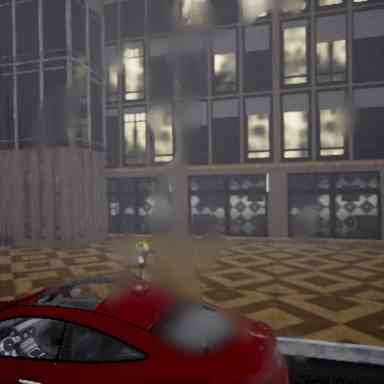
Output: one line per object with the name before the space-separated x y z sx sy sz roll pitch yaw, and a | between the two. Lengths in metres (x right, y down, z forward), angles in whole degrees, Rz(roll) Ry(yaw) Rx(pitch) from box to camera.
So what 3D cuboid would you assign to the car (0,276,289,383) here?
car | -1.235 1.560 3.286 4.206 1.307 1.802 -1 1 15
